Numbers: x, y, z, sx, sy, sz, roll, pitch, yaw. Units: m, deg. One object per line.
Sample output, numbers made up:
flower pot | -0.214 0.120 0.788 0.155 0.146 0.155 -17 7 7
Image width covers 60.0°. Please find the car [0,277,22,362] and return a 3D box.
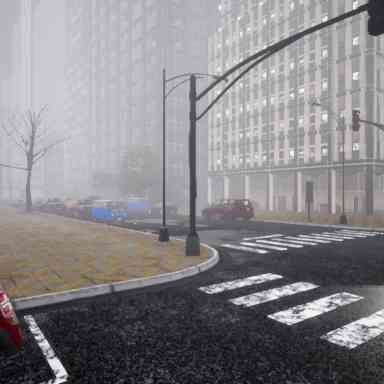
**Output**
car | -4.209 1.440 3.554 4.097 1.590 1.967 0 0 -36

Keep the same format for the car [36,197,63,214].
car | -16.758 1.584 40.209 2.192 1.841 5.009 0 0 -36

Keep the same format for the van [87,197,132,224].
van | -6.615 1.499 26.451 1.690 1.788 3.998 0 0 -36

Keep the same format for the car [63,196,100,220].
car | -9.996 1.510 31.037 2.192 1.841 5.009 0 0 -36

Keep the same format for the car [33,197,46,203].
car | -39.054 2.063 85.110 1.882 1.535 5.008 0 0 -36

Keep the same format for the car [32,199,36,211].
car | -20.138 1.745 44.796 1.967 1.590 4.097 0 0 -36

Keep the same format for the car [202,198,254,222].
car | 2.931 1.454 27.625 2.192 1.841 5.009 0 0 -36

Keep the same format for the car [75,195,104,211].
car | -14.442 1.524 46.740 2.150 2.045 5.566 0 0 -36

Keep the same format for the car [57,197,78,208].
car | -20.749 1.721 55.225 2.097 1.767 4.553 0 0 -36

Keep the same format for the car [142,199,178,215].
car | -3.245 1.758 36.004 2.008 1.369 4.403 0 0 -36

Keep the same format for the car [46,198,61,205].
car | -30.292 2.061 72.695 1.947 1.339 4.313 0 0 -36

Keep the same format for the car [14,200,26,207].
car | -30.279 1.994 58.554 1.802 1.307 4.206 0 0 -36

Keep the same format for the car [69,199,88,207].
car | -20.149 1.940 58.935 2.008 1.369 4.403 0 0 -36

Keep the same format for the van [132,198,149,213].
van | -6.627 1.586 40.591 1.690 1.788 3.998 0 0 -36

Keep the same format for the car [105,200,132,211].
car | -10.006 1.847 45.177 1.947 1.339 4.313 0 0 -36

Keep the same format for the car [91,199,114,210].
car | -13.489 1.844 49.900 1.752 1.417 4.829 0 0 -36
